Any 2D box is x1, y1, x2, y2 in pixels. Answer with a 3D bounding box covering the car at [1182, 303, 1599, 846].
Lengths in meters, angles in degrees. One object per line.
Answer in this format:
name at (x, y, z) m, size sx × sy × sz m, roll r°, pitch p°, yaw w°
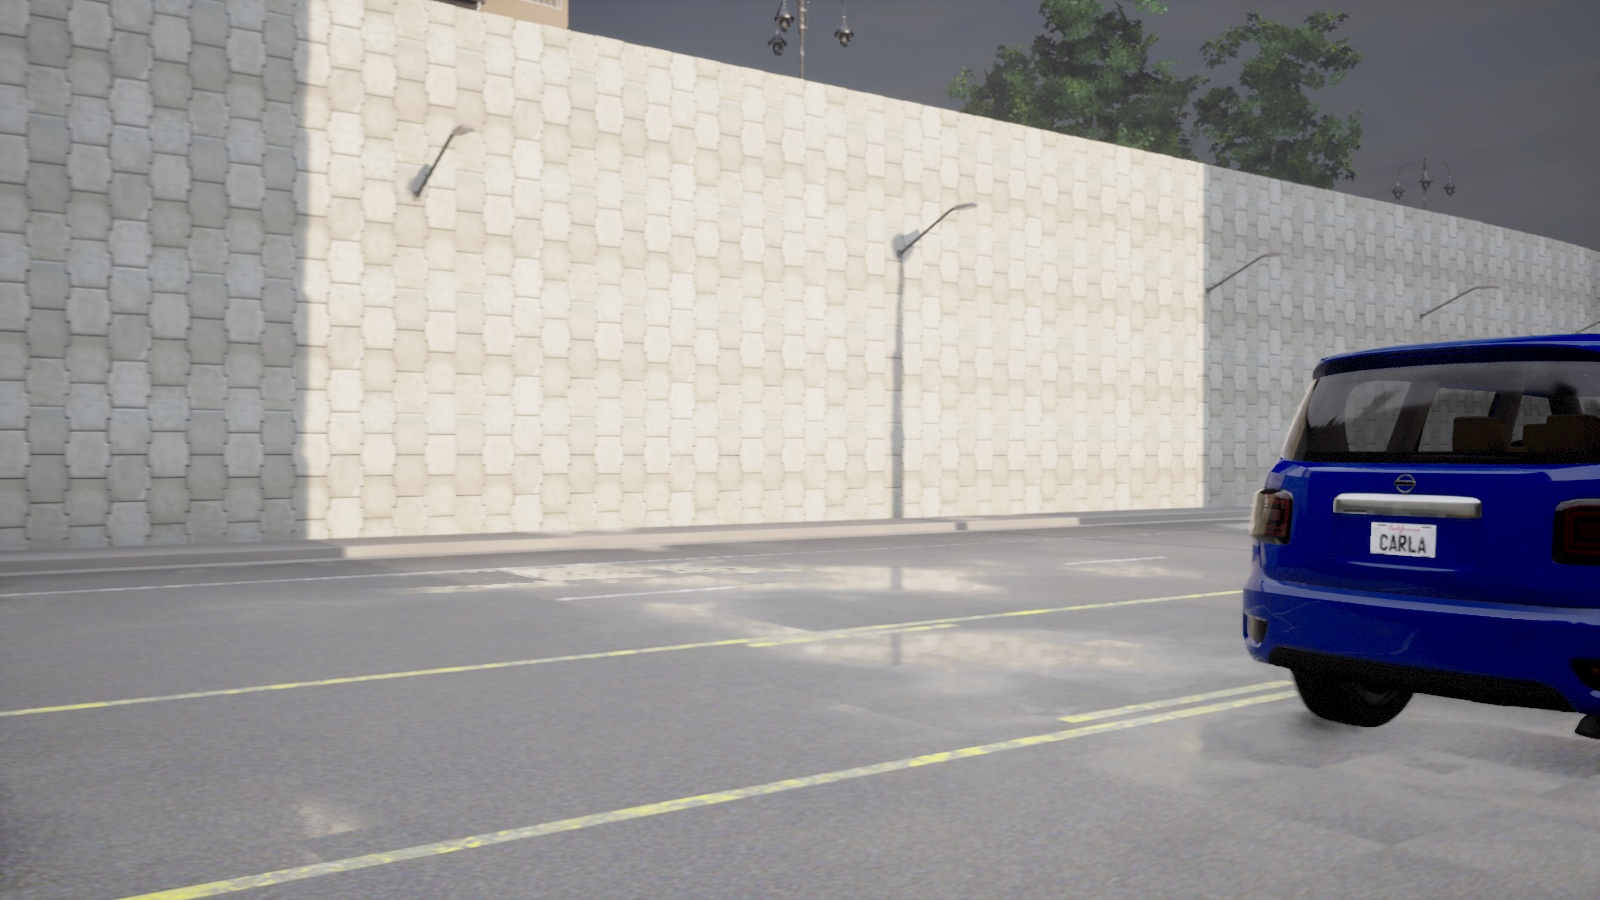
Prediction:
car at (4.819, 0.471, 7.014) m, size 5.566 × 2.045 × 2.150 m, roll 0°, pitch 0°, yaw -35°
